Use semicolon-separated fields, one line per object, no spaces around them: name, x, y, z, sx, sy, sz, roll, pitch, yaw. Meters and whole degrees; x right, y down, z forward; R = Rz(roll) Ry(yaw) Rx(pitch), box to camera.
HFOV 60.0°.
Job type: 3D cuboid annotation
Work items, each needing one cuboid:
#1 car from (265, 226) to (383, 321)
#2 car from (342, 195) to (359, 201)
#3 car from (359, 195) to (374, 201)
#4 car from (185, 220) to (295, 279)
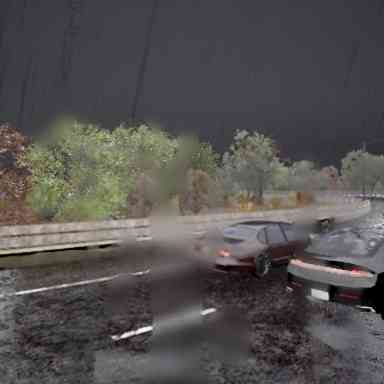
car;4.016;1.517;7.166;4.902;1.511;2.128;0;0;-40
car;40.112;1.648;85.362;1.837;1.490;4.892;0;0;2
car;43.606;1.617;85.156;1.882;1.535;5.008;0;0;2
car;2.310;1.588;10.286;5.357;1.411;2.033;0;0;-40
